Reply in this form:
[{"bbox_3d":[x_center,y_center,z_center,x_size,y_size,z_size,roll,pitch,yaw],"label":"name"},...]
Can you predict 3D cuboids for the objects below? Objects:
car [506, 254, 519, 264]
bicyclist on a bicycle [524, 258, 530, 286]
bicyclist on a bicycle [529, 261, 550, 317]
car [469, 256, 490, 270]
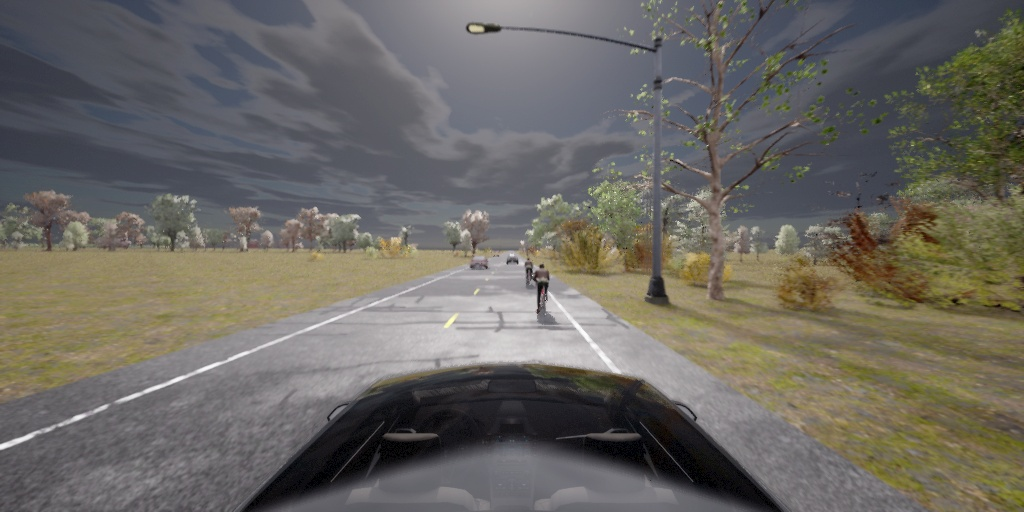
[{"bbox_3d":[0.094,0.531,56.335,1.895,1.301,4.718,0,1,0],"label":"car"},{"bbox_3d":[0.963,0.917,20.702,0.582,1.620,1.656,0,1,0],"label":"bicyclist on a bicycle"},{"bbox_3d":[0.963,1.056,11.446,0.582,1.620,1.656,0,1,0],"label":"bicyclist on a bicycle"},{"bbox_3d":[-3.572,0.703,39.782,1.812,1.442,4.674,0,1,0],"label":"car"}]
